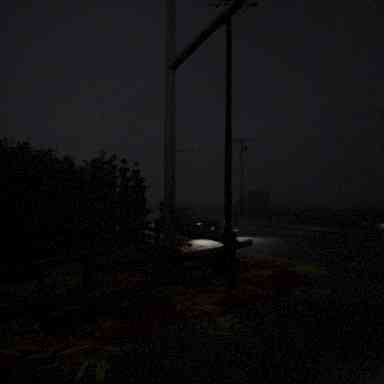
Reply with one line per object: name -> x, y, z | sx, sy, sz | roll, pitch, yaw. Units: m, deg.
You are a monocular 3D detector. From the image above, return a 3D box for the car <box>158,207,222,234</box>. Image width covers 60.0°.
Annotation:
car -> -0.266, 1.615, 19.171 | 1.812, 1.442, 4.674 | 1, 0, -36

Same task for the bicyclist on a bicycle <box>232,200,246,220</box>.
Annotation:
bicyclist on a bicycle -> 3.742, 1.451, 26.454 | 1.656, 1.620, 0.582 | 0, 0, -36
